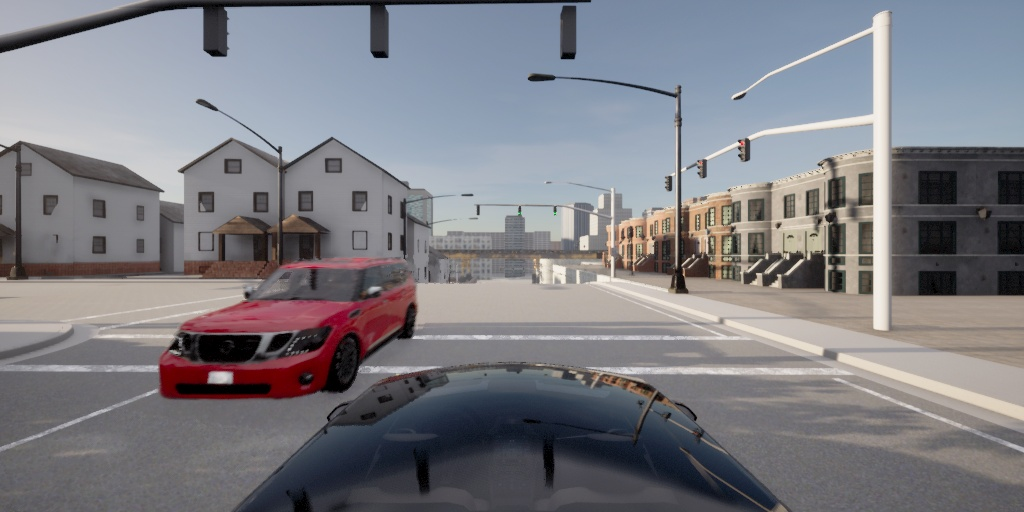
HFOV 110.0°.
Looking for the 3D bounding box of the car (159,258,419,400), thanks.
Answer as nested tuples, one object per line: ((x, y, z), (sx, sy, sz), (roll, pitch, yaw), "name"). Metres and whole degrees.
((-3.480, 1.077, 7.071), (2.150, 2.045, 5.566), (0, 1, 1), "car")
